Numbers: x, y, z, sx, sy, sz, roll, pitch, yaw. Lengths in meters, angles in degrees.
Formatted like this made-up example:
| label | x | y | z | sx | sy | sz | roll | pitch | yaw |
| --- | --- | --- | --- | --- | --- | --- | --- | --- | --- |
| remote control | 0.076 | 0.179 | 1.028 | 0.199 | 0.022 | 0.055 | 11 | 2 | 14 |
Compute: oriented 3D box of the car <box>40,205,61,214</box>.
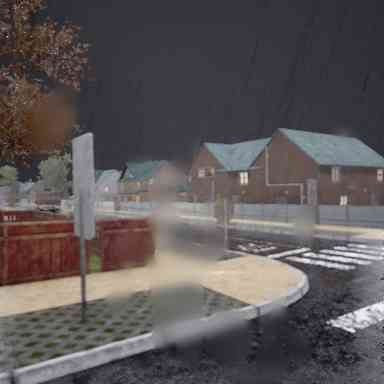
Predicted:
| label | x | y | z | sx | sy | sz | roll | pitch | yaw |
| --- | --- | --- | --- | --- | --- | --- | --- | --- | --- |
| car | -19.669 | 2.501 | 46.128 | 1.895 | 1.301 | 4.718 | -2 | 0 | -36 |
